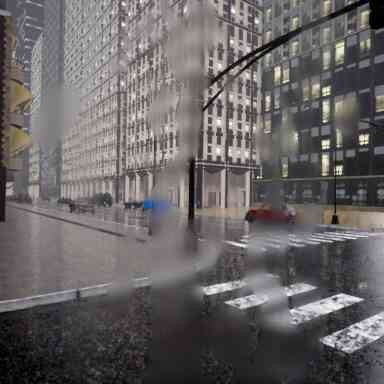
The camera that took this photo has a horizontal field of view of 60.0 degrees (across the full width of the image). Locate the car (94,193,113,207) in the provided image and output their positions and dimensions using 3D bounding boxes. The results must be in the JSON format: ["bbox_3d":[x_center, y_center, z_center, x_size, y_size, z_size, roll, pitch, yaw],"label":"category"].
[{"bbox_3d":[-14.514,1.255,53.120,2.150,2.045,5.566,1,-1,-35],"label":"car"}]

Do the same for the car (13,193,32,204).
[{"bbox_3d":[-30.546,1.155,60.507,2.192,1.841,5.009,1,-1,-35],"label":"car"}]

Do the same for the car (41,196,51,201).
[{"bbox_3d":[-36.799,1.571,83.777,1.802,1.307,4.206,1,-1,-35],"label":"car"}]

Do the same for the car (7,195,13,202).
[{"bbox_3d":[-37.090,1.397,69.716,1.947,1.339,4.313,1,-1,-35],"label":"car"}]

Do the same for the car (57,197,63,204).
[{"bbox_3d":[-22.622,1.522,59.327,1.994,1.385,4.181,1,-1,-35],"label":"car"}]

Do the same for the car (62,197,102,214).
[{"bbox_3d":[-10.930,1.427,32.870,2.008,1.369,4.403,1,-1,-35],"label":"car"}]

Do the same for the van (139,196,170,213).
[{"bbox_3d":[-4.095,1.382,37.722,1.690,1.788,3.998,1,-1,-35],"label":"van"}]

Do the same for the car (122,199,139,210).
[{"bbox_3d":[-7.368,1.584,42.326,2.008,1.369,4.403,1,-1,-35],"label":"car"}]

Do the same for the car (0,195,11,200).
[{"bbox_3d":[-46.804,1.366,83.397,1.752,1.417,4.829,1,-1,-35],"label":"car"}]

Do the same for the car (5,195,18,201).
[{"bbox_3d":[-40.360,1.378,74.322,2.008,1.369,4.403,1,-1,-35],"label":"car"}]

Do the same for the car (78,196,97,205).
[{"bbox_3d":[-18.522,1.526,58.824,1.837,1.490,4.892,1,-1,-35],"label":"car"}]

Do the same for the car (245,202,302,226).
[{"bbox_3d":[5.714,1.505,23.904,1.967,1.590,4.097,1,-1,-35],"label":"car"}]
